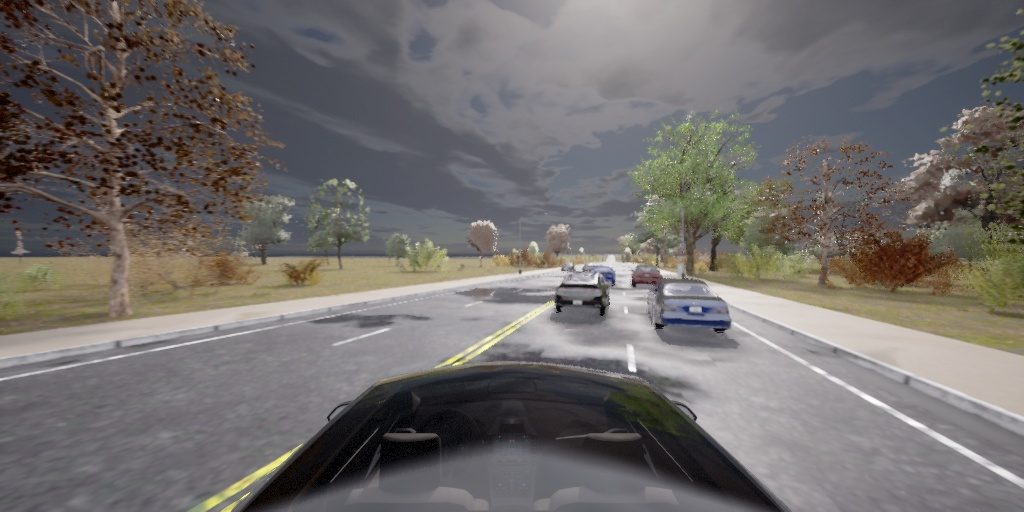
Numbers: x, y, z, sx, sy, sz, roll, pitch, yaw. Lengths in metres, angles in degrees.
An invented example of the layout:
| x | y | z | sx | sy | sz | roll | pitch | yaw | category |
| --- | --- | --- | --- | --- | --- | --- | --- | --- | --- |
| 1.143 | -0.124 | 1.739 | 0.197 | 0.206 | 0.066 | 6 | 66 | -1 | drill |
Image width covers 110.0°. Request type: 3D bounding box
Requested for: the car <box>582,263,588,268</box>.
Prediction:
| x | y | z | sx | sy | sz | roll | pitch | yaw | category |
| --- | --- | --- | --- | --- | --- | --- | --- | --- | --- |
| 12.229 | 1.902 | 57.098 | 2.128 | 1.511 | 4.902 | 0 | -1 | 17 | car |

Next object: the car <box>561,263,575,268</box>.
| x | y | z | sx | sy | sz | roll | pitch | yaw | category |
| --- | --- | --- | --- | --- | --- | --- | --- | --- | --- |
| 9.111 | 1.892 | 58.018 | 2.128 | 1.511 | 4.902 | 0 | -1 | 17 | car |

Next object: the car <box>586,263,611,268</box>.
| x | y | z | sx | sy | sz | roll | pitch | yaw | category |
| --- | --- | --- | --- | --- | --- | --- | --- | --- | --- |
| 7.633 | 1.586 | 30.076 | 1.882 | 1.535 | 5.008 | 0 | 0 | 17 | car |

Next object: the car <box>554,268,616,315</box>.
| x | y | z | sx | sy | sz | roll | pitch | yaw | category |
| --- | --- | --- | --- | --- | --- | --- | --- | --- | --- |
| 2.947 | 1.404 | 14.529 | 2.128 | 1.511 | 4.902 | 0 | -1 | 17 | car |

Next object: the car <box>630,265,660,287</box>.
| x | y | z | sx | sy | sz | roll | pitch | yaw | category |
| --- | --- | --- | --- | --- | --- | --- | --- | --- | --- |
| 10.354 | 1.454 | 27.866 | 2.097 | 1.767 | 4.553 | 0 | -1 | 17 | car |

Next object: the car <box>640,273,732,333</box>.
| x | y | z | sx | sy | sz | roll | pitch | yaw | category |
| --- | --- | --- | --- | --- | --- | --- | --- | --- | --- |
| 5.417 | 1.443 | 11.533 | 2.033 | 1.411 | 5.357 | 0 | -1 | 17 | car |
